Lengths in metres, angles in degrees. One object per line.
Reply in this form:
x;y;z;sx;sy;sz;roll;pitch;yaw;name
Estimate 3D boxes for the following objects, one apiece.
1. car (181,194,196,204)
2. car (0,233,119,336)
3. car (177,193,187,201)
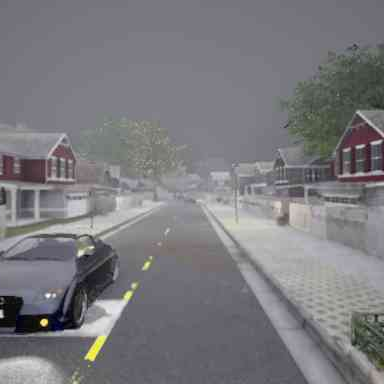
-0.463;1.437;61.693;1.895;1.301;4.718;0;0;-7;car
-2.822;1.557;6.754;1.994;1.385;4.181;0;0;0;car
-1.963;0.980;71.768;2.097;1.767;4.553;0;0;-14;car
